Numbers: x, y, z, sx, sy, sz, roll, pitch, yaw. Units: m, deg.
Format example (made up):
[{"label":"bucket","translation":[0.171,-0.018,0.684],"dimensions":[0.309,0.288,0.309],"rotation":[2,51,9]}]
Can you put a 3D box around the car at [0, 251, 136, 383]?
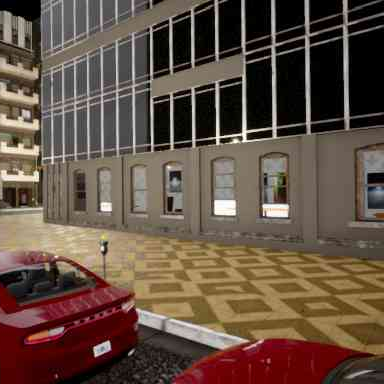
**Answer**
[{"label":"car","translation":[-2.774,1.545,4.869],"dimensions":[4.507,1.381,1.887],"rotation":[0,-1,36]}]

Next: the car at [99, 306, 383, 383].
[{"label":"car","translation":[1.796,1.545,1.603],"dimensions":[4.507,1.381,1.887],"rotation":[0,-1,36]}]
